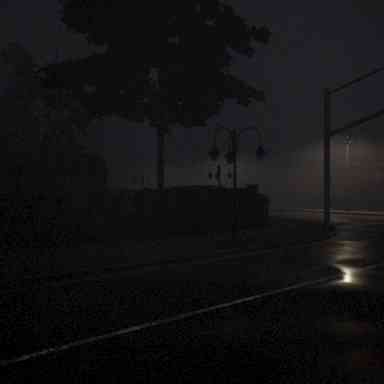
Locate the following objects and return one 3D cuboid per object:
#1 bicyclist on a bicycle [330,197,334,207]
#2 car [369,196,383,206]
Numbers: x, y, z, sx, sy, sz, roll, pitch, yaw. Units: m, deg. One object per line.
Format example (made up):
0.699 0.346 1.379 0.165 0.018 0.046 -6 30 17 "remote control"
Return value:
20.837 1.430 50.104 1.656 1.620 0.582 -6 -7 -37 "bicyclist on a bicycle"
28.414 1.295 48.461 2.242 1.667 4.611 0 0 -35 "car"
